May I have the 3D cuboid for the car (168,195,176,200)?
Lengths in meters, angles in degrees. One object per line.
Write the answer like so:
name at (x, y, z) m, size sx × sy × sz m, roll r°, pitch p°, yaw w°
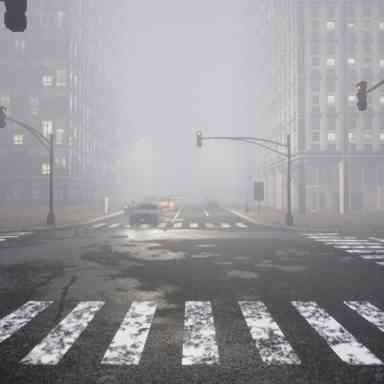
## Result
car at (-5.593, 1.605, 95.152) m, size 1.947 × 1.339 × 4.313 m, roll 1°, pitch 0°, yaw 0°

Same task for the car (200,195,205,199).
car at (2.754, 1.547, 56.356) m, size 1.752 × 1.417 × 4.829 m, roll 1°, pitch 0°, yaw 0°

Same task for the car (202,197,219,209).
car at (2.743, 1.599, 45.030) m, size 1.802 × 1.307 × 4.206 m, roll 1°, pitch 0°, yaw 0°

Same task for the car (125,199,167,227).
car at (-3.077, 1.486, 23.088) m, size 1.882 × 1.535 × 5.008 m, roll 0°, pitch 0°, yaw 0°

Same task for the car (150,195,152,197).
car at (-5.632, 1.332, 44.976) m, size 2.192 × 1.841 × 5.009 m, roll 1°, pitch 0°, yaw 0°

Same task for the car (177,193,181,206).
car at (-3.014, 1.246, 57.552) m, size 2.150 × 2.045 × 5.566 m, roll 0°, pitch 0°, yaw 0°

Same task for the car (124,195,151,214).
car at (-5.644, 1.453, 33.825) m, size 1.967 × 1.590 × 4.097 m, roll 1°, pitch 0°, yaw 0°

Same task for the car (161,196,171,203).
car at (-5.612, 1.573, 72.851) m, size 1.887 × 1.381 × 4.507 m, roll 1°, pitch 0°, yaw 0°

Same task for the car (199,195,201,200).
car at (2.758, 1.590, 61.763) m, size 1.947 × 1.339 × 4.313 m, roll 1°, pitch 0°, yaw 0°

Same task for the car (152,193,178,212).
car at (-3.066, 1.366, 38.753) m, size 2.097 × 1.767 × 4.553 m, roll 0°, pitch 0°, yaw 0°
